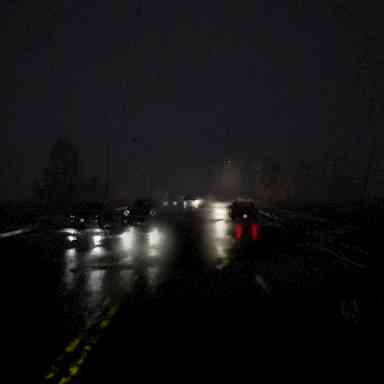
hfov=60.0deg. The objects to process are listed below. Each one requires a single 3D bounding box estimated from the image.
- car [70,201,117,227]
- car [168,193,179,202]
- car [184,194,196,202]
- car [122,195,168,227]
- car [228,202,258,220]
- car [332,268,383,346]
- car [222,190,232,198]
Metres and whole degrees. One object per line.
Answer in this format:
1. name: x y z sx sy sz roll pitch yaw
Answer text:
1. car: -6.217 1.351 21.464 1.837 1.490 4.892 0 0 2
2. car: -3.699 1.000 62.123 1.882 1.535 5.008 0 1 6
3. car: -0.401 1.044 62.524 1.812 1.442 4.674 0 1 6
4. car: -2.969 1.200 21.244 2.097 1.767 4.553 0 0 2
5. car: 3.894 1.414 26.036 1.895 1.301 4.718 0 0 2
6. car: 3.382 1.576 3.732 1.895 1.301 4.718 0 0 0
7. car: 8.622 0.737 85.588 2.033 1.649 4.856 0 1 7
